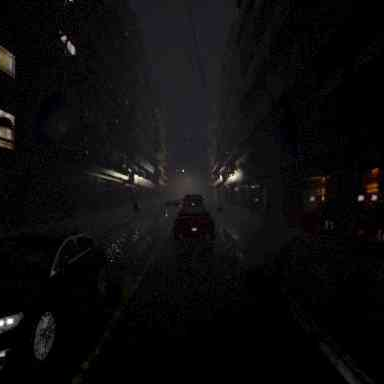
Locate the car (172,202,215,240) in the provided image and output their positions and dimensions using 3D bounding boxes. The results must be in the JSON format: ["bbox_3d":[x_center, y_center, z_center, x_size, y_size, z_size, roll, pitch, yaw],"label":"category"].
[{"bbox_3d":[0.104,1.497,17.117,1.882,1.535,5.008,0,0,0],"label":"car"}]

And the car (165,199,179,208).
[{"bbox_3d":[-2.821,1.617,48.436,1.895,1.301,4.718,0,0,0],"label":"car"}]

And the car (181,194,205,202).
[{"bbox_3d":[0.108,1.244,34.025,2.150,2.045,5.566,0,0,0],"label":"car"}]

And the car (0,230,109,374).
[{"bbox_3d":[-2.849,1.500,5.896,2.128,1.511,4.902,0,0,0],"label":"car"}]
